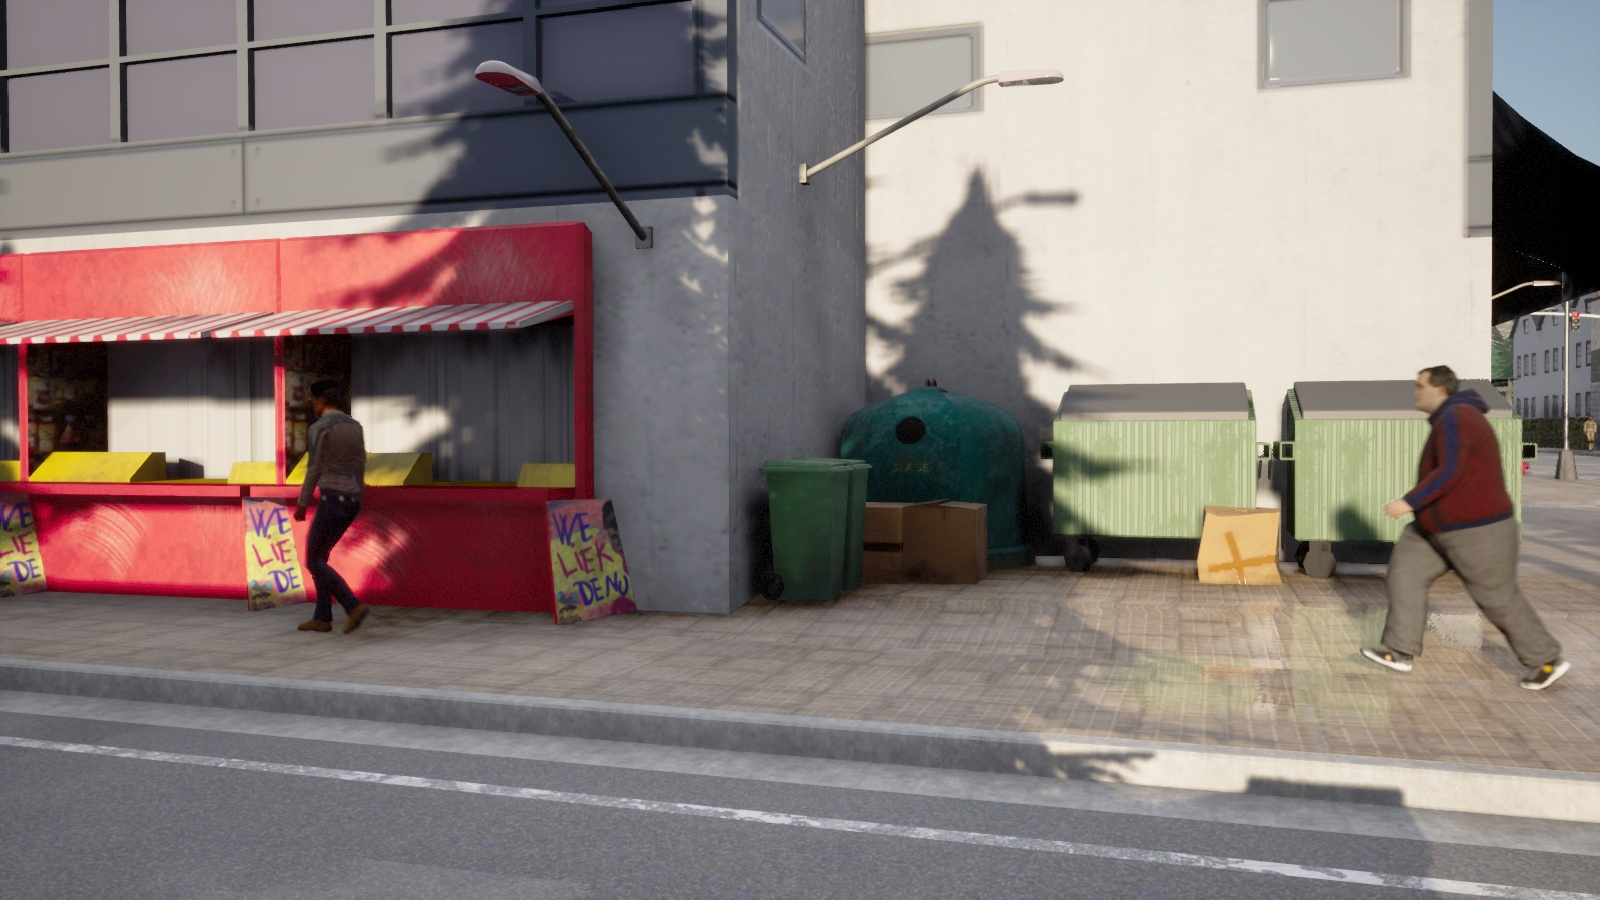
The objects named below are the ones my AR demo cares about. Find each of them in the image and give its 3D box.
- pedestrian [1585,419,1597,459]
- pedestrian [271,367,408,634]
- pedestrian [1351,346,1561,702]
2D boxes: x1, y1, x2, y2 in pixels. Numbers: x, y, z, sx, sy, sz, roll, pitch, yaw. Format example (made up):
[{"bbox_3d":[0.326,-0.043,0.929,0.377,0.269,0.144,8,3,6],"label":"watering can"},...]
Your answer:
[{"bbox_3d":[38.935,-0.536,61.814,0.396,1.930,0.692,1,1,24],"label":"pedestrian"},{"bbox_3d":[-3.206,0.335,8.746,0.869,1.805,0.328,0,1,17],"label":"pedestrian"},{"bbox_3d":[3.578,0.375,6.919,0.899,1.844,0.634,0,1,16],"label":"pedestrian"}]
